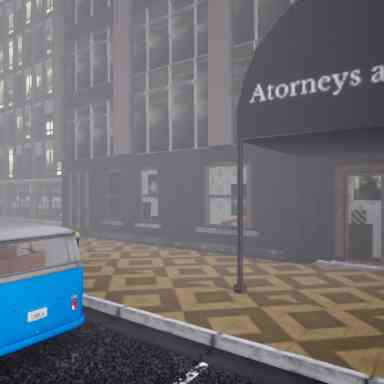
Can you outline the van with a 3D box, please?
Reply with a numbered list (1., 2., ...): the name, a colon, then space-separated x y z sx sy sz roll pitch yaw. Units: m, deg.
1. van: -3.497 1.341 5.359 3.998 1.788 1.690 0 0 35
